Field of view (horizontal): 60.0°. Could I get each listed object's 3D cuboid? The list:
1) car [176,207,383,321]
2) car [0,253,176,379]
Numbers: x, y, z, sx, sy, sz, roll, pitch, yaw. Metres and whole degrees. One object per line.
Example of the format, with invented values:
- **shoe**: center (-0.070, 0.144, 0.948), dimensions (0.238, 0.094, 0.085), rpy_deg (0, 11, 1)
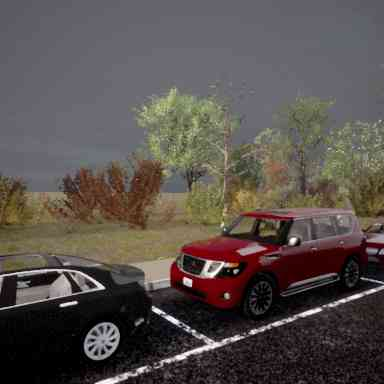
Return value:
- **car**: center (1.971, 1.316, 7.487), dimensions (5.009, 1.841, 2.192), rpy_deg (0, 1, -35)
- **car**: center (-2.635, 1.551, 4.209), dimensions (4.403, 1.369, 2.008), rpy_deg (0, 1, -35)
